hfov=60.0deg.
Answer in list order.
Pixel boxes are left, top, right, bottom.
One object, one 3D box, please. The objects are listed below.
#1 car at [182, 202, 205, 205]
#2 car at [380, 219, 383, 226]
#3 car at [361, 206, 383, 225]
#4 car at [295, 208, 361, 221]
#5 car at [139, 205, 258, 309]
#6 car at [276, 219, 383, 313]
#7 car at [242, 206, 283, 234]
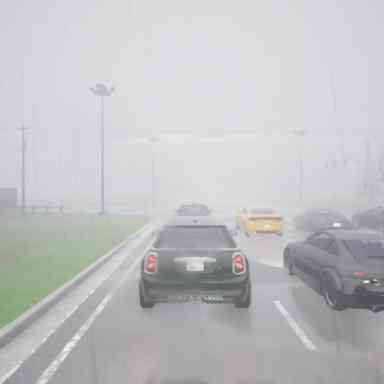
[{"bbox_3d":[0.085,1.351,18.297,2.097,1.767,4.553,0,0,0],"label":"car"},{"bbox_3d":[7.073,1.601,8.341,1.895,1.301,4.718,0,0,0],"label":"car"},{"bbox_3d":[10.584,1.493,18.214,2.128,1.511,4.902,0,0,0],"label":"car"},{"bbox_3d":[7.082,1.564,18.265,1.994,1.385,4.181,0,0,0],"label":"car"},{"bbox_3d":[0.063,1.351,8.037,2.097,1.767,4.553,0,0,0],"label":"car"},{"bbox_3d":[3.564,1.564,7.736,1.994,1.385,4.181,0,0,0],"label":"car"},{"bbox_3d":[3.586,1.477,18.301,1.882,1.535,5.008,0,0,0],"label":"car"}]
